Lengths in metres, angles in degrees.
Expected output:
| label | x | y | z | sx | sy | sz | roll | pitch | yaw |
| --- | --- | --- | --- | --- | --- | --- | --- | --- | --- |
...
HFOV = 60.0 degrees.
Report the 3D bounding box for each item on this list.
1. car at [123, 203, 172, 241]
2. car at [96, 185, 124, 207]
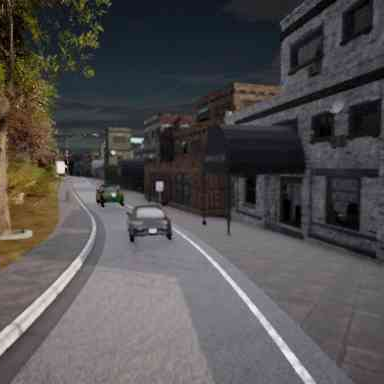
| label | x | y | z | sx | sy | sz | roll | pitch | yaw |
| --- | --- | --- | --- | --- | --- | --- | --- | --- | --- |
| car | -2.096 | 1.332 | 15.618 | 1.812 | 1.442 | 4.674 | -1 | 2 | -13 |
| car | -8.258 | 0.263 | 33.338 | 2.150 | 2.045 | 5.566 | -2 | 4 | -22 |
